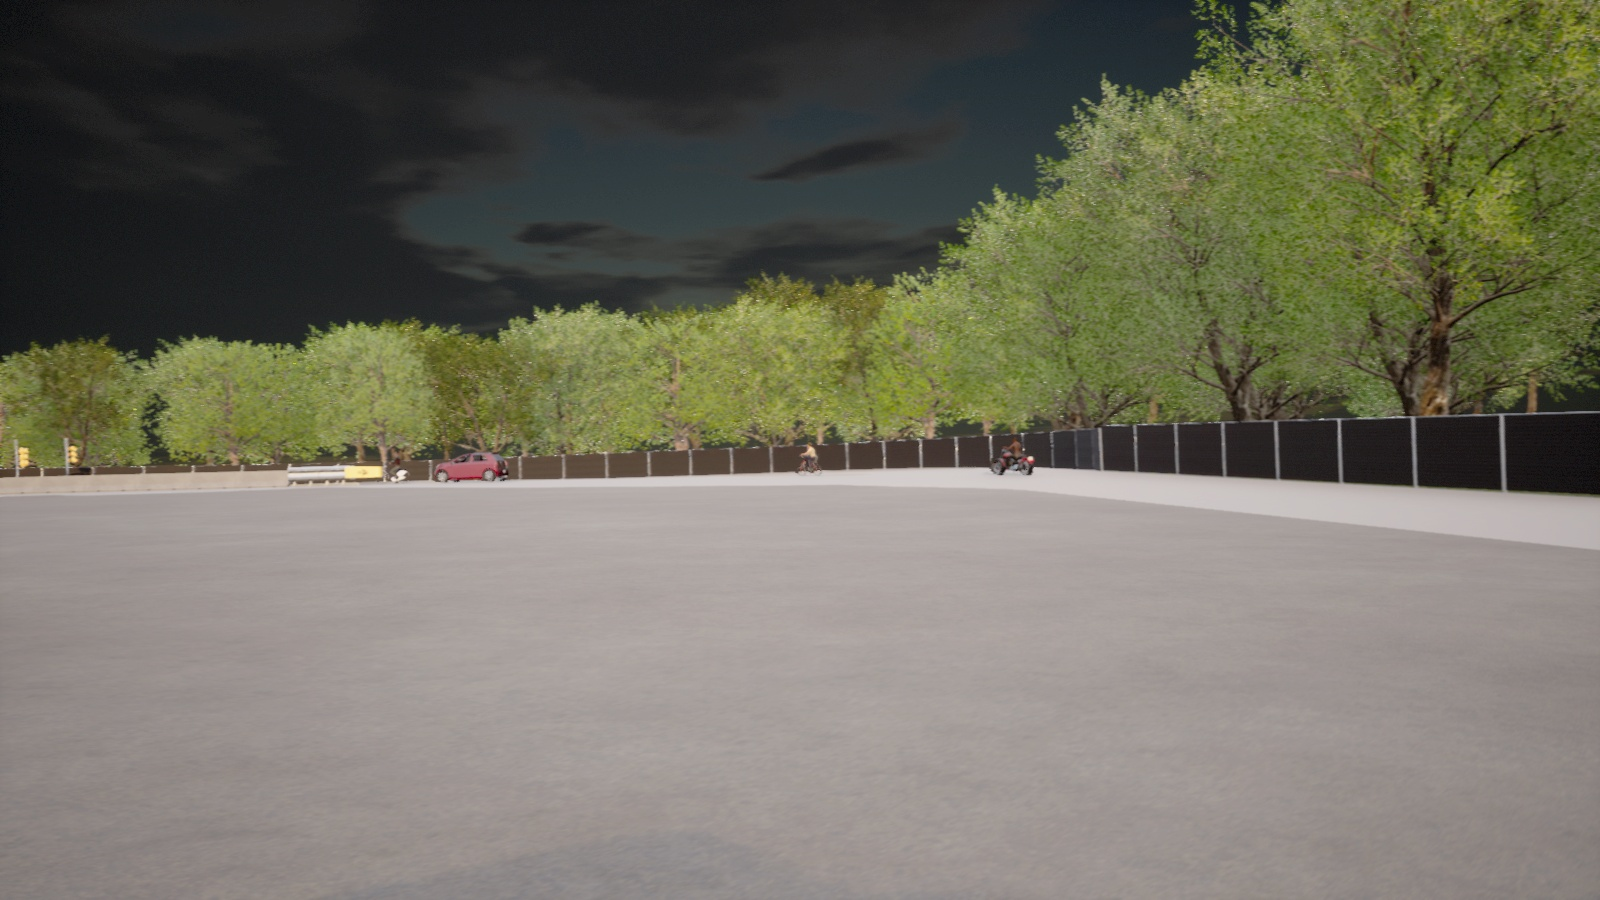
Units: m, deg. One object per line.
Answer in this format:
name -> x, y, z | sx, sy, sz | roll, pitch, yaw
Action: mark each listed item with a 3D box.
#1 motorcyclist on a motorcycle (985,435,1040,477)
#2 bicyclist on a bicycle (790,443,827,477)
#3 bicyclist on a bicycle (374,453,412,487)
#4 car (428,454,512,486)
motorcyclist on a motorcycle -> 8.739, 0.250, 51.729 | 0.766, 1.649, 2.350 | -4, 1, -34
bicyclist on a bicycle -> 0.421, 0.483, 60.483 | 1.509, 1.612, 0.866 | -2, 1, 38
bicyclist on a bicycle -> -21.901, 1.095, 67.560 | 1.843, 1.776, 0.659 | -1, -1, 1
car -> -16.763, 1.027, 63.877 | 3.633, 1.501, 1.845 | -2, -1, 9
